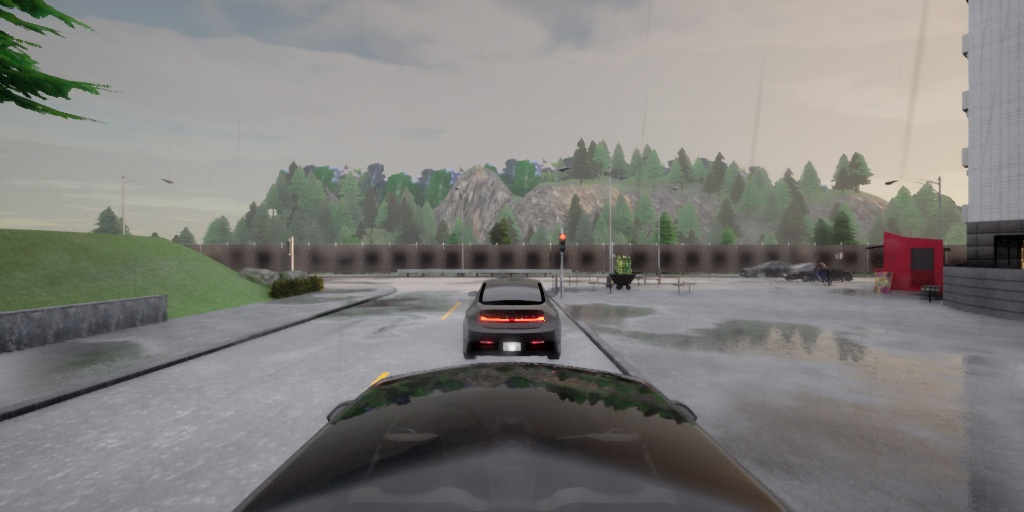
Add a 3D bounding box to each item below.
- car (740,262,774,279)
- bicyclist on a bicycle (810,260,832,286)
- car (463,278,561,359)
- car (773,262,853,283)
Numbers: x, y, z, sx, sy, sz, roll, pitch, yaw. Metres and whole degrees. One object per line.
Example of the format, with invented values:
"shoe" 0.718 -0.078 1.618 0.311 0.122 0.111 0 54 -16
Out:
"car" 22.658 1.254 31.417 4.892 1.490 1.837 0 0 -1
"bicyclist on a bicycle" 19.804 1.098 22.992 0.582 1.620 1.656 0 0 -1
"car" -0.001 1.255 8.357 1.837 1.490 4.892 0 0 0
"car" 23.021 1.275 27.230 4.674 1.442 1.812 0 0 0
